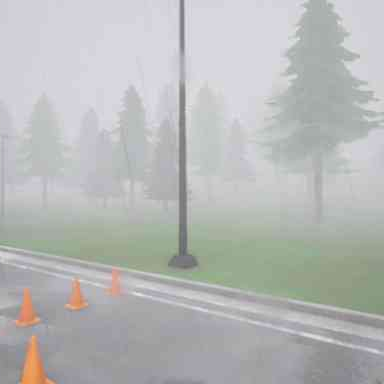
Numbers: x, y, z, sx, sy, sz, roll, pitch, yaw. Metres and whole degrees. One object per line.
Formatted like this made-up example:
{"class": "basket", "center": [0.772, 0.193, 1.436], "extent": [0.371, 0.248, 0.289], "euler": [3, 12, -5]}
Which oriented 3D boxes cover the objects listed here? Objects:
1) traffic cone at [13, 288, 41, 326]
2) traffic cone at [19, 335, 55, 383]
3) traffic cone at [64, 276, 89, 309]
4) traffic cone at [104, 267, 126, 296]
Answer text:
{"class": "traffic cone", "center": [-2.896, 1.985, 5.852], "extent": [0.340, 0.580, 0.340], "euler": [0, 0, 35]}
{"class": "traffic cone", "center": [-1.848, 1.974, 3.876], "extent": [0.340, 0.580, 0.340], "euler": [0, 0, 35]}
{"class": "traffic cone", "center": [-2.315, 1.985, 6.666], "extent": [0.340, 0.580, 0.340], "euler": [0, 0, 35]}
{"class": "traffic cone", "center": [-1.735, 1.985, 7.480], "extent": [0.340, 0.580, 0.340], "euler": [0, 0, 35]}
